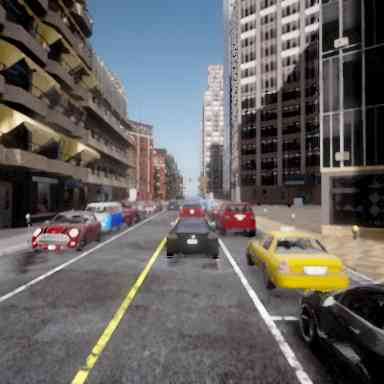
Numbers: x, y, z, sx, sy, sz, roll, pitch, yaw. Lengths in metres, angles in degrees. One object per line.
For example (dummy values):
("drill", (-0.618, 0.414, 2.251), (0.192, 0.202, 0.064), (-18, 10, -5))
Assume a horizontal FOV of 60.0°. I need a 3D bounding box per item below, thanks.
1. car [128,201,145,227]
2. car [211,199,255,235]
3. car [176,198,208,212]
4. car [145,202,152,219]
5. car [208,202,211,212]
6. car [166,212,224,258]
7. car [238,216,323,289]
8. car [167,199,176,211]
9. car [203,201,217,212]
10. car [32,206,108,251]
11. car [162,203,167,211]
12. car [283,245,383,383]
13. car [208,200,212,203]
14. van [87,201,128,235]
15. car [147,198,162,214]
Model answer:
("car", (-5.306, 1.593, 25.673), (2.192, 1.841, 5.009), (0, -1, 0))
("car", (2.573, 1.532, 20.144), (2.192, 1.841, 5.009), (0, -1, 0))
("car", (0.024, 1.660, 28.438), (2.097, 1.767, 4.553), (0, -1, 0))
("car", (-5.308, 1.890, 31.207), (2.008, 1.369, 4.403), (0, -1, 0))
("car", (2.572, 1.921, 31.213), (1.802, 1.307, 4.206), (0, -1, 0))
("car", (0.025, 1.710, 13.539), (1.994, 1.385, 4.181), (0, -1, 0))
("car", (2.571, 1.625, 9.241), (1.752, 1.417, 4.829), (0, -1, 0))
("car", (-2.766, 2.062, 49.561), (1.837, 1.490, 4.892), (0, -1, 0))
("car", (2.572, 2.061, 47.989), (1.752, 1.417, 4.829), (0, -1, 0))
("car", (-5.308, 1.597, 14.599), (1.967, 1.590, 4.097), (0, -1, 0))
("car", (-5.306, 1.849, 47.815), (2.192, 1.841, 5.009), (0, -1, 0))
("car", (2.571, 1.604, 3.534), (1.947, 1.339, 4.313), (0, -1, 0))
("car", (2.572, 1.930, 36.919), (1.752, 1.417, 4.829), (0, -1, 0))
("van", (-5.307, 1.558, 20.137), (1.690, 1.788, 3.998), (0, -1, 0))
("car", (-5.307, 1.908, 42.278), (1.967, 1.590, 4.097), (0, -1, 0))
